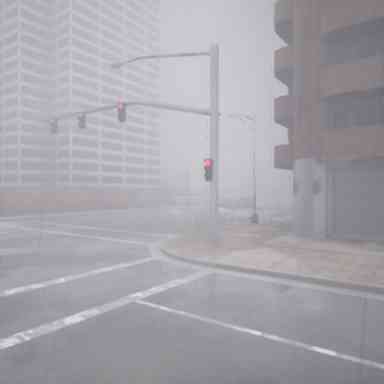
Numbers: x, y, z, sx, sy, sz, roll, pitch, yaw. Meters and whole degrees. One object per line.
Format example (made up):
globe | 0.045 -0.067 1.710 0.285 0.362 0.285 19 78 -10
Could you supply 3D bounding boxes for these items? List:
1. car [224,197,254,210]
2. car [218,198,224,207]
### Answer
car | 6.593 1.460 43.196 2.128 1.511 4.902 0 0 36
car | 4.934 1.510 46.880 2.033 1.411 5.357 0 0 36
